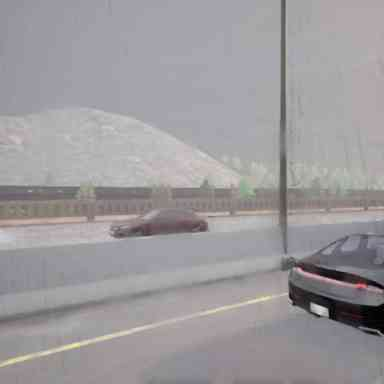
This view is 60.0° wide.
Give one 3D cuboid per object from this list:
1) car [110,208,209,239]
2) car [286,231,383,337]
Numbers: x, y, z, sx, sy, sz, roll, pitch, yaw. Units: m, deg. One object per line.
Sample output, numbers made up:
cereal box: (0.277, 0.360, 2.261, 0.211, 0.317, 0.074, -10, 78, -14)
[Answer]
car: (-1.396, 1.457, 15.306, 4.674, 1.442, 1.812, 0, 0, -31)
car: (3.897, 1.471, 6.013, 4.902, 1.511, 2.128, 0, 0, -31)
